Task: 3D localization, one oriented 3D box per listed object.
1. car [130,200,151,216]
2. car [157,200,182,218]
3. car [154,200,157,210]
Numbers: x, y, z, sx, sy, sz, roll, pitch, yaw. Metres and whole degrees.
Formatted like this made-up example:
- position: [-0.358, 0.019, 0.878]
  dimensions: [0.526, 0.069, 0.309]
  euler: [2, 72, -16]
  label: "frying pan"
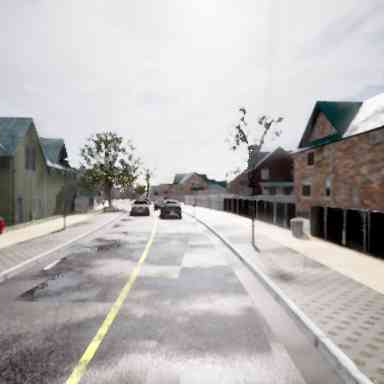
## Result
- position: [-5.088, 1.537, 33.178]
  dimensions: [1.812, 1.442, 4.674]
  euler: [0, 0, -7]
  label: "car"
- position: [-1.957, 1.498, 30.486]
  dimensions: [1.837, 1.490, 4.892]
  euler: [0, -1, -7]
  label: "car"
- position: [-4.111, 1.685, 44.460]
  dimensions: [1.895, 1.301, 4.718]
  euler: [0, 0, -10]
  label: "car"
